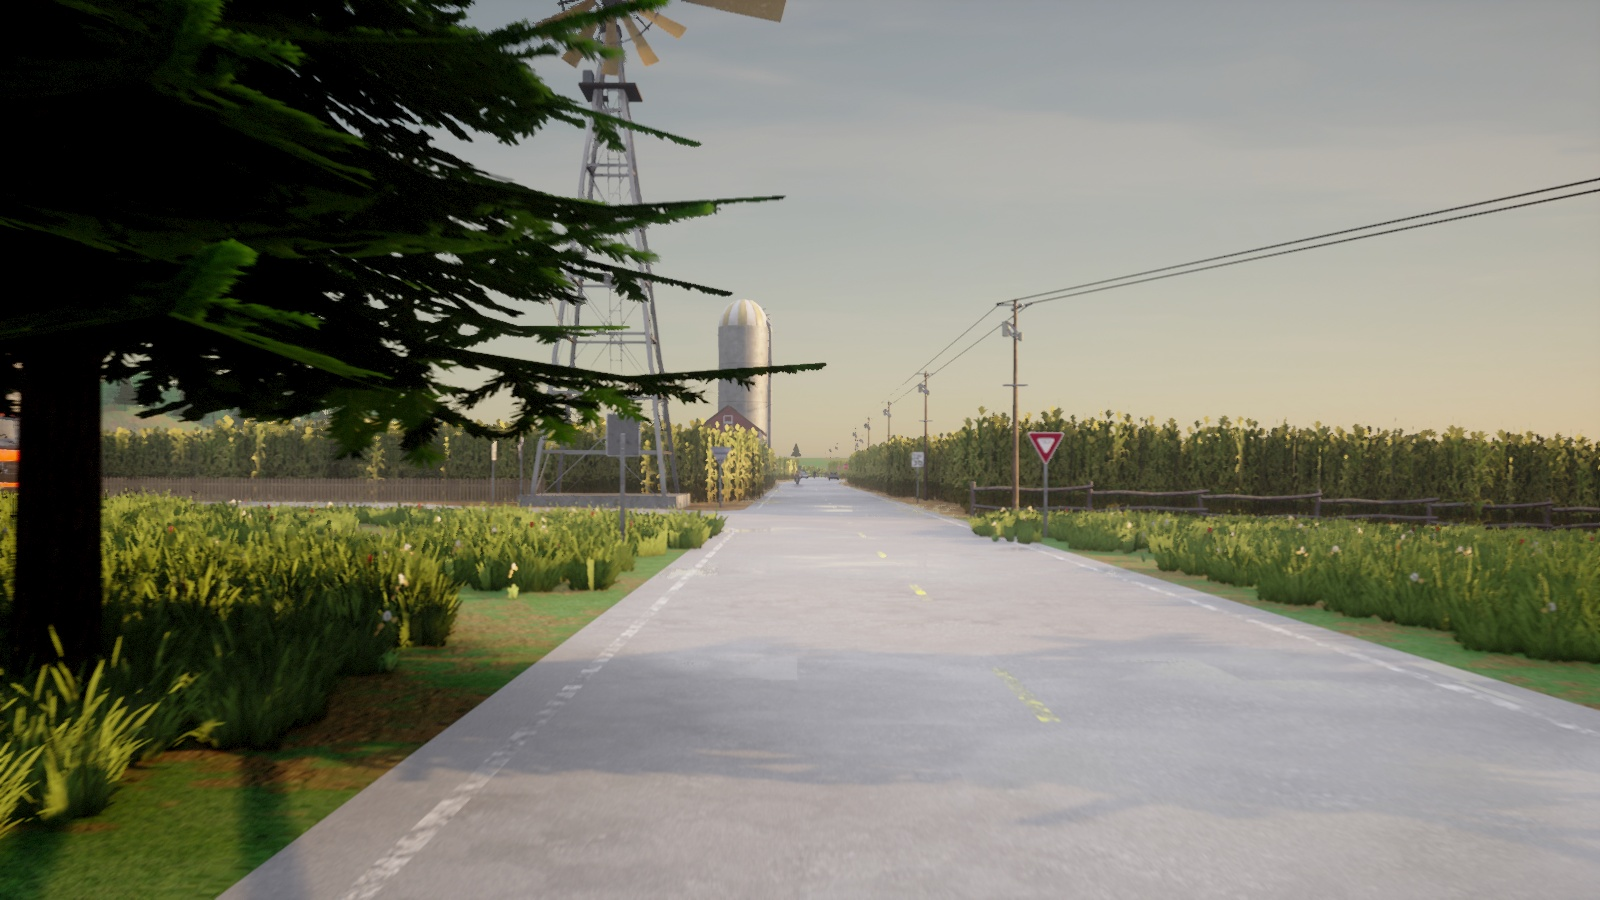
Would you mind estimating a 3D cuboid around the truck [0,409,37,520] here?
[{"bbox_3d":[-29.118,0.478,39.941,7.936,3.462,2.891,0,-1,0],"label":"truck"}]
